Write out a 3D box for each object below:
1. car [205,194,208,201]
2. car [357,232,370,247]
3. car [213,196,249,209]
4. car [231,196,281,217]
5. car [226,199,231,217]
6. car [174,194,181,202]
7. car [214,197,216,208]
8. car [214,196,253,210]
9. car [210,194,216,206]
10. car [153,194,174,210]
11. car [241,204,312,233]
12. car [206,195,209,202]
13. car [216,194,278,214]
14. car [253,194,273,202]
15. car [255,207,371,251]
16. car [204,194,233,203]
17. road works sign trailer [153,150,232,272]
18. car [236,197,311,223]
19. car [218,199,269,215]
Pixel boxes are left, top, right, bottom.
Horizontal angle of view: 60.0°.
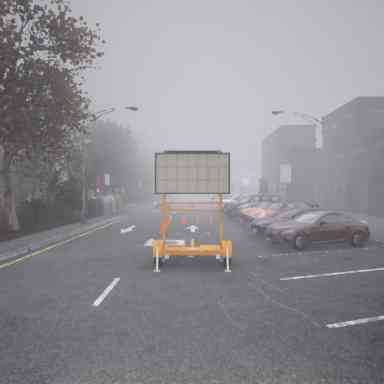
[{"bbox_3d":[5.404,1.613,65.027,5.366,1.575,1.946,1,0,-20],"label":"car"},{"bbox_3d":[5.317,1.487,5.043,4.892,1.521,2.231,1,0,-20],"label":"car"},{"bbox_3d":[5.480,1.424,47.063,4.553,1.767,2.185,1,0,-20],"label":"car"},{"bbox_3d":[5.407,1.369,23.056,4.553,1.767,2.185,1,0,-20],"label":"car"},{"bbox_3d":[5.387,1.538,26.052,4.674,1.452,2.002,1,0,-20],"label":"car"},{"bbox_3d":[-3.701,1.410,78.716,2.150,2.045,5.566,0,-1,1],"label":"car"},{"bbox_3d":[5.251,1.503,31.989,5.366,1.575,1.946,1,0,-20],"label":"car"},{"bbox_3d":[5.463,1.414,44.061,4.553,1.767,2.185,1,0,-20],"label":"car"},{"bbox_3d":[5.437,1.271,38.048,5.566,2.045,2.435,1,0,-20],"label":"car"},{"bbox_3d":[-3.961,1.408,44.628,2.097,1.767,4.553,0,0,0],"label":"car"},{"bbox_3d":[5.318,1.518,17.035,4.792,1.488,2.163,1,0,-20],"label":"car"},{"bbox_3d":[5.545,1.583,56.082,5.008,1.535,2.097,1,-1,-20],"label":"car"},{"bbox_3d":[5.397,1.252,29.031,5.566,2.045,2.435,1,0,-20],"label":"car"},{"bbox_3d":[18.624,1.463,87.074,2.435,2.045,5.566,0,0,-21],"label":"car"},{"bbox_3d":[5.336,1.528,14.043,4.674,1.452,2.002,1,0,-20],"label":"car"},{"bbox_3d":[5.611,1.391,71.120,5.566,2.045,2.435,1,0,-20],"label":"car"},{"bbox_3d":[0.018,0.465,10.777,2.380,3.560,2.880,0,0,0],"label":"road works sign trailer"},{"bbox_3d":[5.392,1.366,20.055,4.553,1.767,2.185,1,0,-20],"label":"car"},{"bbox_3d":[5.414,1.545,35.046,4.792,1.488,2.163,1,0,-20],"label":"car"}]
